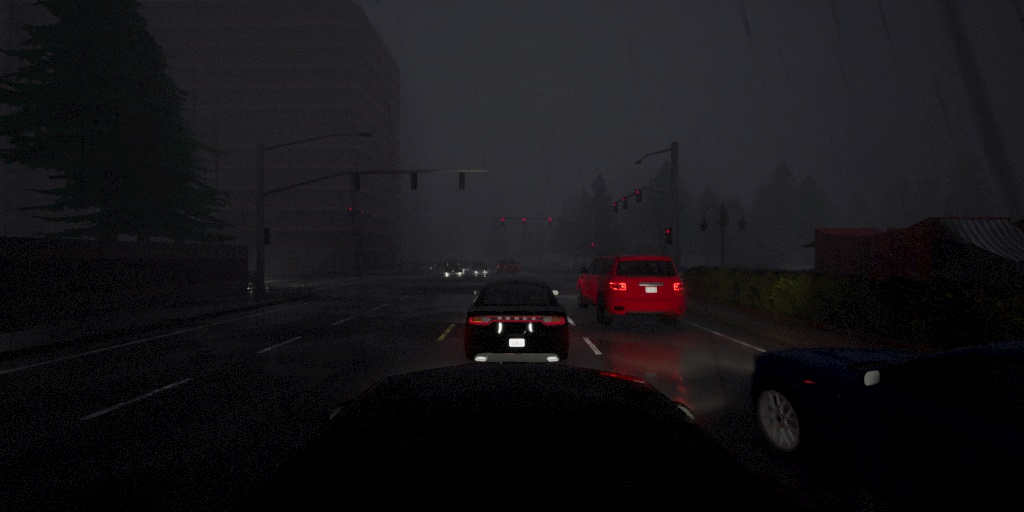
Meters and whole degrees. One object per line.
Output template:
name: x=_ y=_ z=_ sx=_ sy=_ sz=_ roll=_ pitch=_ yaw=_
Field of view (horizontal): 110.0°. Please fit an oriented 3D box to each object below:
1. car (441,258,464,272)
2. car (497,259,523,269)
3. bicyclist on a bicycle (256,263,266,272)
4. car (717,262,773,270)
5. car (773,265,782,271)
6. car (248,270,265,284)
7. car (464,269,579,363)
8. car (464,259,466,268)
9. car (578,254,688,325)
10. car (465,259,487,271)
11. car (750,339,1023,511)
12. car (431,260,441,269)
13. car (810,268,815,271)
car: x=-7.795 y=1.101 z=46.878 sx=2.097 sy=1.767 sz=4.553 roll=0 pitch=0 yaw=-13
car: x=-0.214 y=1.116 z=39.852 sx=2.097 sy=1.767 sz=4.553 roll=0 pitch=0 yaw=13
bicyclist on a bicycle: x=-28.519 y=1.106 z=40.704 sx=0.582 sy=1.620 sz=1.656 roll=0 pitch=0 yaw=1
car: x=19.512 y=1.353 z=31.826 sx=5.357 sy=1.411 sz=2.033 roll=0 pitch=0 yaw=1
car: x=23.962 y=1.331 z=35.256 sx=4.674 sy=1.442 sz=1.812 roll=0 pitch=0 yaw=1
car: x=-20.135 y=1.283 z=25.115 sx=5.008 sy=1.535 sz=1.882 roll=0 pitch=0 yaw=1
car: x=0.096 y=1.228 z=8.170 sx=1.882 sy=1.535 sz=5.008 roll=0 pitch=0 yaw=0
car: x=-8.063 y=1.350 z=58.627 sx=1.895 sy=1.301 sz=4.718 roll=0 pitch=0 yaw=-28
car: x=3.639 y=0.971 z=11.985 sx=2.150 sy=2.045 sz=5.566 roll=0 pitch=0 yaw=1
car: x=-4.886 y=1.313 z=50.464 sx=1.994 sy=1.385 sz=4.181 roll=0 pitch=0 yaw=-18
car: x=3.599 y=1.228 z=2.007 sx=1.882 sy=1.535 sz=5.008 roll=0 pitch=0 yaw=0
car: x=-10.575 y=1.297 z=55.933 sx=2.033 sy=1.411 sz=5.357 roll=0 pitch=0 yaw=-26
car: x=29.118 y=1.296 z=31.706 sx=4.902 sy=1.511 sz=2.128 roll=0 pitch=0 yaw=1
